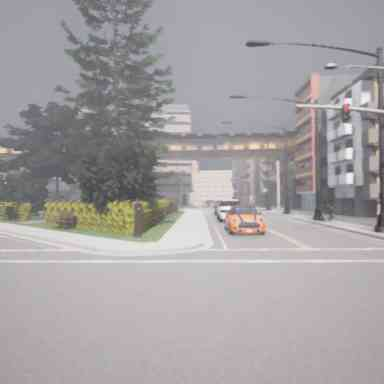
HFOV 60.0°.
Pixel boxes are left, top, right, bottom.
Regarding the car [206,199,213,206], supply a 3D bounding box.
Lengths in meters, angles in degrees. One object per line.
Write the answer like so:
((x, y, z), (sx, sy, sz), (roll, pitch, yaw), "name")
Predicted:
((4.599, 2.703, 80.856), (2.038, 1.542, 4.974), (-1, -1, 26), "car")

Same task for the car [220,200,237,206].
((8.751, 2.634, 80.456), (2.038, 1.542, 4.974), (-1, -1, -19), "car")

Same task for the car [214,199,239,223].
((3.521, 1.675, 30.875), (2.150, 2.045, 5.566), (-1, -1, 1), "car")

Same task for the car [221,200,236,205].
((8.731, 2.478, 80.507), (1.853, 1.218, 4.536), (-1, -1, -19), "car")

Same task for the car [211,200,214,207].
((3.773, 2.111, 41.311), (2.128, 1.511, 4.902), (-1, -1, 1), "car")

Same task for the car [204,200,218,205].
((4.619, 2.546, 80.905), (1.853, 1.218, 4.536), (-1, -1, 26), "car")

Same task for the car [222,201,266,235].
((3.295, 1.649, 21.065), (2.097, 1.767, 4.553), (-1, -1, 1), "car")

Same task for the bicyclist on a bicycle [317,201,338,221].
((10.903, 1.579, 26.812), (1.656, 1.620, 0.582), (-1, -1, 1), "bicyclist on a bicycle")

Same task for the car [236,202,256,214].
((7.585, 2.206, 47.234), (2.033, 1.411, 5.357), (-1, -1, 1), "car")
